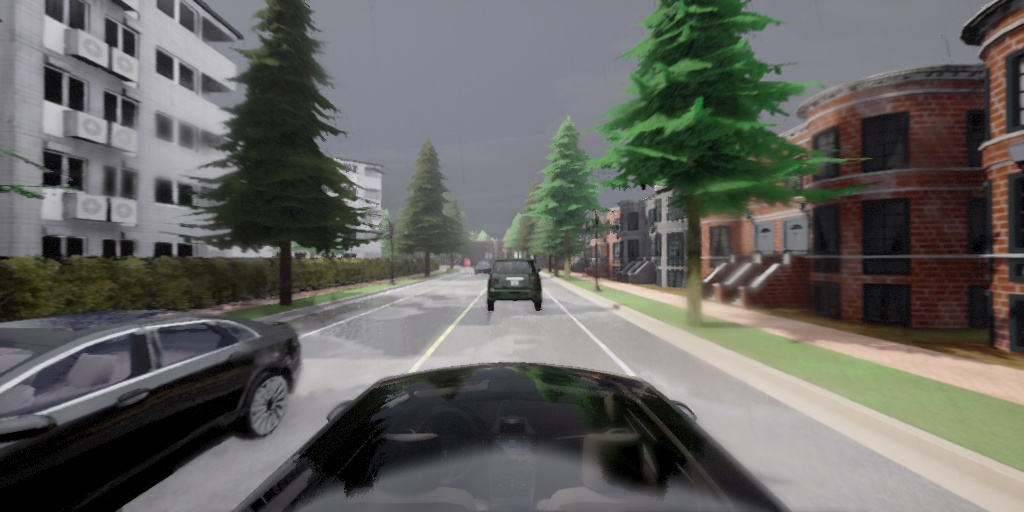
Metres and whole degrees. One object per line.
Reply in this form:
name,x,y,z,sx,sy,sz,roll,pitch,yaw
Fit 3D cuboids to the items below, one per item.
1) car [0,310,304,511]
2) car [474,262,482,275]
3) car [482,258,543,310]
car,-3.600,1.250,2.624,2.128,1.511,4.902,0,-1,0
car,-3.591,1.486,45.243,2.097,1.767,4.553,0,0,0
car,0.101,1.094,15.634,2.150,2.045,5.566,0,-1,0
